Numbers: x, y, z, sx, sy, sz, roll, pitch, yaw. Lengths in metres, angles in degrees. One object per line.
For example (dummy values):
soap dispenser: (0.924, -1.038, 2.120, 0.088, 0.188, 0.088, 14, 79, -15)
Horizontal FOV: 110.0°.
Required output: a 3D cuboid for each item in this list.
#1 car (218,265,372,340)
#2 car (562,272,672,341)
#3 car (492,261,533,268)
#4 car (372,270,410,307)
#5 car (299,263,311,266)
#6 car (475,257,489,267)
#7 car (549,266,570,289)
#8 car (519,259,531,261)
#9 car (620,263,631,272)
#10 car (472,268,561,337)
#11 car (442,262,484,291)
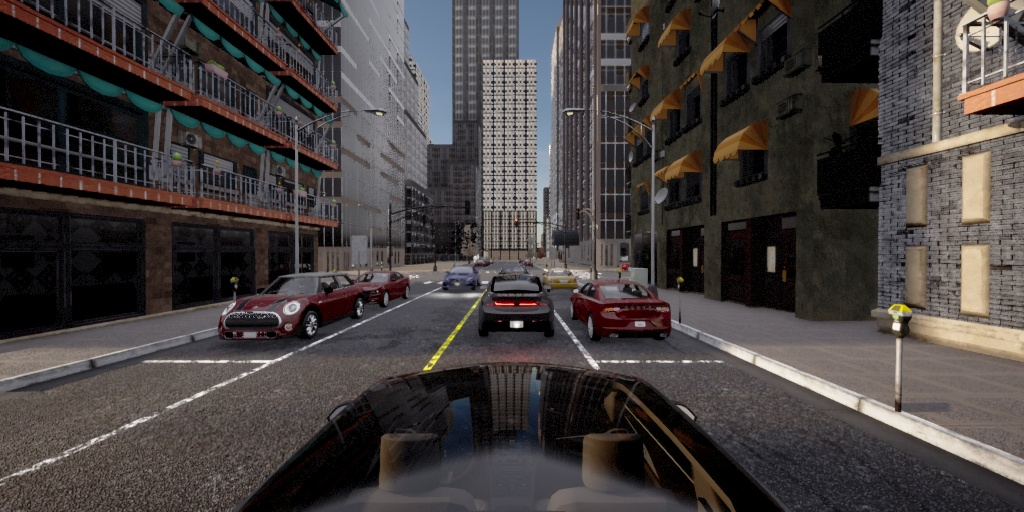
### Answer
car: (-5.684, 1.189, 9.770, 1.967, 1.591, 4.097, 0, 0, 0)
car: (2.697, 1.294, 9.748, 1.888, 1.381, 4.507, 0, 0, 0)
car: (0.116, 1.239, 20.433, 2.128, 1.511, 4.902, 0, 0, 0)
car: (-5.679, 1.293, 15.294, 1.888, 1.381, 4.507, 0, 0, 0)
car: (-23.799, 1.495, 39.642, 4.097, 1.591, 1.967, 0, 0, 0)
car: (-5.631, 1.292, 64.330, 1.888, 1.381, 4.507, 0, 0, 0)
car: (2.707, 1.273, 20.965, 1.751, 1.417, 4.829, 0, 0, 0)
car: (2.749, 1.186, 64.321, 1.967, 1.591, 4.097, 0, 0, 0)
car: (14.299, 1.005, 39.926, 4.507, 1.381, 1.888, 0, 0, 0)
car: (0.108, 1.253, 10.299, 1.837, 1.490, 4.892, 0, 0, 0)
car: (-2.986, 1.274, 21.918, 1.812, 1.442, 4.674, 0, 0, 0)
